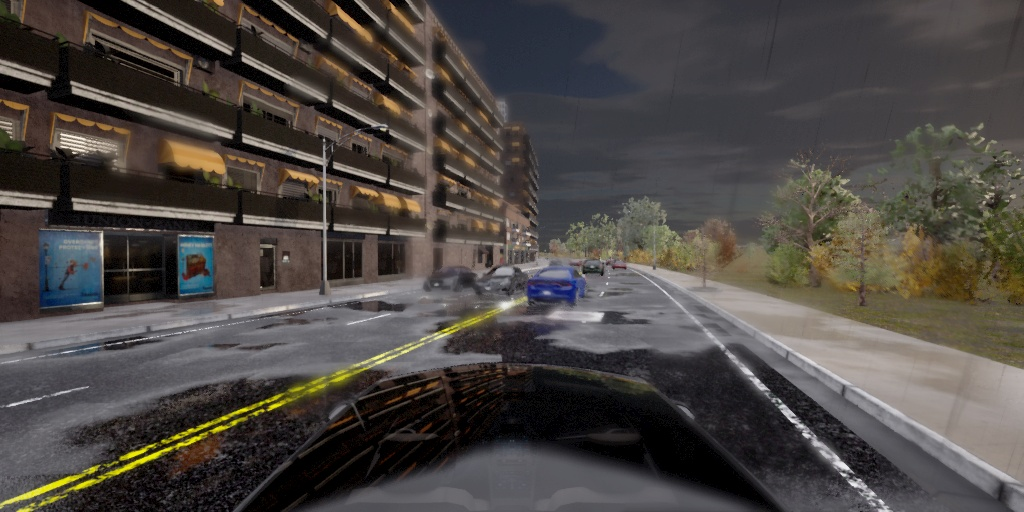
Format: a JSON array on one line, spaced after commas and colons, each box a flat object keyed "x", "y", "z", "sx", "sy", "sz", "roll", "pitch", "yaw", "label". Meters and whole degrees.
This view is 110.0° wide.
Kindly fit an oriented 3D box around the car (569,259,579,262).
[{"x": 10.557, "y": 1.187, "z": 59.913, "sx": 1.882, "sy": 1.535, "sz": 5.008, "roll": 0, "pitch": 0, "yaw": 13, "label": "car"}]

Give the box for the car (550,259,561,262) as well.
[{"x": 7.477, "y": 1.276, "z": 61.035, "sx": 1.994, "sy": 1.385, "sz": 4.181, "roll": 0, "pitch": 0, "yaw": 13, "label": "car"}]

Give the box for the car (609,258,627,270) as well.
[{"x": 15.913, "y": 1.274, "z": 53.371, "sx": 1.994, "sy": 1.385, "sz": 4.181, "roll": 0, "pitch": 0, "yaw": 13, "label": "car"}]

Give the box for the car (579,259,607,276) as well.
[{"x": 8.525, "y": 1.082, "z": 37.419, "sx": 2.097, "sy": 1.767, "sz": 4.553, "roll": 0, "pitch": 0, "yaw": 15, "label": "car"}]

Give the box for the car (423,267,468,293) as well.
[{"x": -3.364, "y": 1.309, "z": 20.611, "sx": 1.994, "sy": 1.385, "sz": 4.181, "roll": 0, "pitch": 0, "yaw": 17, "label": "car"}]

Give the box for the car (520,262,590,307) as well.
[{"x": 2.073, "y": 1.223, "z": 15.555, "sx": 1.882, "sy": 1.535, "sz": 5.008, "roll": 0, "pitch": 0, "yaw": 18, "label": "car"}]

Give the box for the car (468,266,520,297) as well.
[{"x": -0.413, "y": 1.270, "z": 19.151, "sx": 1.812, "sy": 1.442, "sz": 4.674, "roll": 0, "pitch": 0, "yaw": 17, "label": "car"}]
